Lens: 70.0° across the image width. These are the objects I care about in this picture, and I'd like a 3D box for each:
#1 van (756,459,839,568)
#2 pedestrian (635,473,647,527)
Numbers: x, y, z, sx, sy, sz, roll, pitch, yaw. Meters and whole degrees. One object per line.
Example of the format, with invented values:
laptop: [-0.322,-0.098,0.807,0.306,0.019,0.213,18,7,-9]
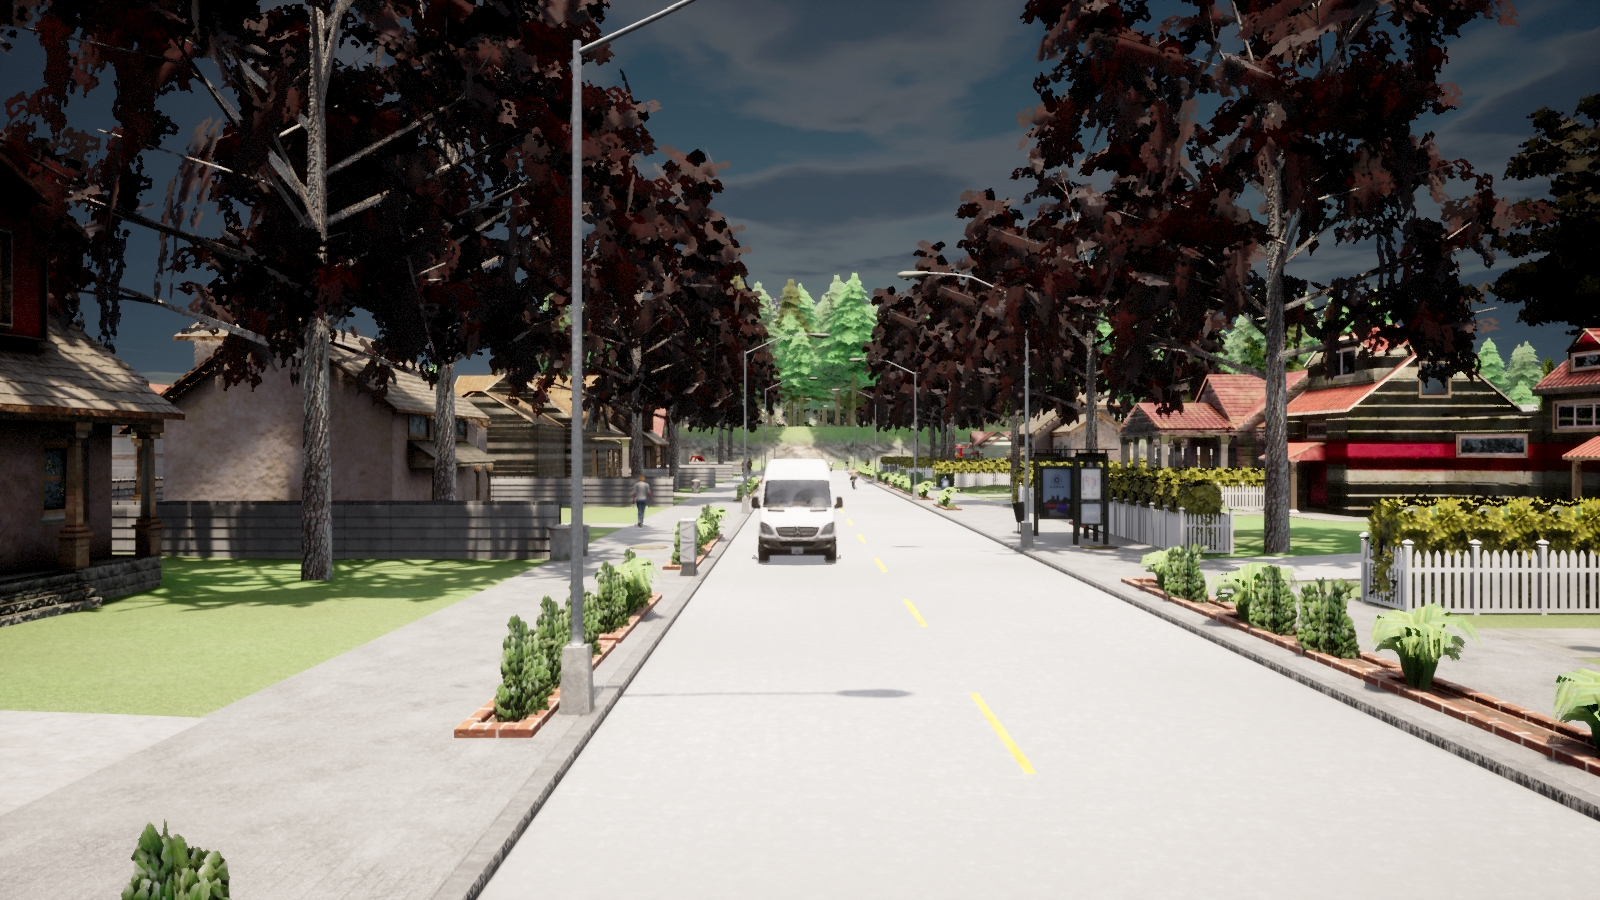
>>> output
van: [-0.063,1.534,30.254,1.988,2.561,5.915,0,0,0]
pedestrian: [-5.554,1.743,39.909,0.375,1.860,0.375,0,0,-1]
